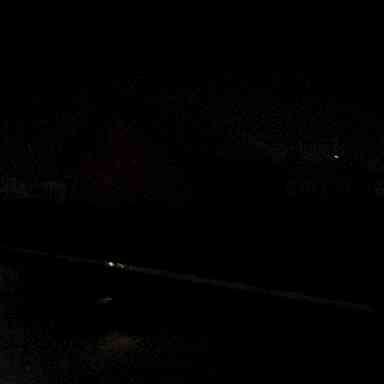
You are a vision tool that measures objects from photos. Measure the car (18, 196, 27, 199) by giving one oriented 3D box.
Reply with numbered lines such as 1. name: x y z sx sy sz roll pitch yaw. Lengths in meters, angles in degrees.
1. car: -36.444 1.893 72.212 3.866 1.878 1.905 -1 -1 35
